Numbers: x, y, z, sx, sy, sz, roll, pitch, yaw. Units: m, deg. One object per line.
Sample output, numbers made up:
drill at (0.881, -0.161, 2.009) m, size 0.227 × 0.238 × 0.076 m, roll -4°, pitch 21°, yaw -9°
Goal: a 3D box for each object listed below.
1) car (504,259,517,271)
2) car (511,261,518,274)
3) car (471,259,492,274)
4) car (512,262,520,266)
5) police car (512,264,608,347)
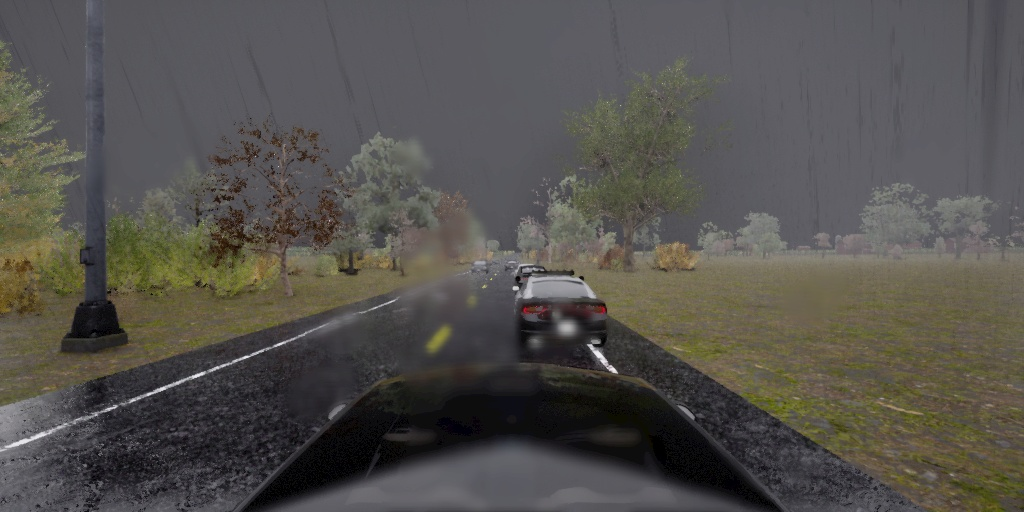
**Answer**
car at (0.036, 1.238, 47.434) m, size 1.812 × 1.442 × 4.674 m, roll 0°, pitch 0°, yaw 1°
car at (1.051, 1.265, 25.322) m, size 1.812 × 1.442 × 4.674 m, roll 0°, pitch 0°, yaw 0°
car at (-3.598, 1.248, 40.790) m, size 1.812 × 1.442 × 4.674 m, roll 0°, pitch 0°, yaw 0°
car at (1.051, 1.248, 19.321) m, size 1.837 × 1.490 × 4.892 m, roll 0°, pitch 0°, yaw 0°
police car at (1.050, 1.173, 9.430) m, size 1.930 × 1.638 × 5.238 m, roll 0°, pitch 0°, yaw 0°
